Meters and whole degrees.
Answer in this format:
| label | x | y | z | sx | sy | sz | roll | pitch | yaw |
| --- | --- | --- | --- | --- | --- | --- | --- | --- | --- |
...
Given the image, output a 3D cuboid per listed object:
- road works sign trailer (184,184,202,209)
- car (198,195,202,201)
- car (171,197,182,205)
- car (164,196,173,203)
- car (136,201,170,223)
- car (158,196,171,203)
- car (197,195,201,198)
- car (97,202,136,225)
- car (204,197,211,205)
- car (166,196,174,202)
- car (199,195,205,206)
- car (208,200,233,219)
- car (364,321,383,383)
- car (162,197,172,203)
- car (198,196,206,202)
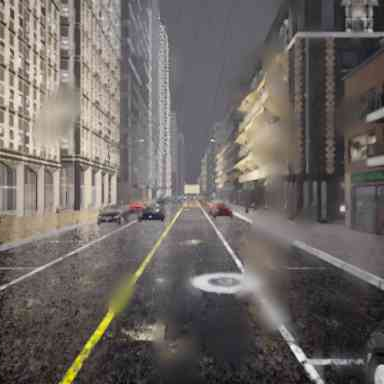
| label | x | y | z | sx | sy | sz | roll | pitch | yaw |
| --- | --- | --- | --- | --- | --- | --- | --- | --- | --- |
| road works sign trailer | -0.006 | 0.642 | 48.430 | 2.380 | 3.560 | 2.880 | 0 | 0 | 0 |
| car | 2.683 | 1.806 | 64.012 | 1.947 | 1.339 | 4.313 | 0 | 0 | 0 |
| car | -3.010 | 1.773 | 67.897 | 2.128 | 1.511 | 4.902 | 0 | 0 | 0 |
| car | -5.700 | 1.754 | 80.958 | 1.967 | 1.590 | 4.097 | 0 | 0 | 0 |
| car | -3.100 | 1.658 | 26.686 | 1.994 | 1.385 | 4.181 | 0 | 0 | 0 |
| car | -5.698 | 1.806 | 64.011 | 1.947 | 1.339 | 4.313 | 0 | 0 | 0 |
| car | 2.682 | 1.839 | 75.309 | 2.008 | 1.369 | 4.403 | 0 | 0 | 0 |
| car | -5.692 | 1.637 | 24.471 | 2.008 | 1.369 | 4.403 | 0 | 0 | 0 |
| car | 2.686 | 1.568 | 35.770 | 1.967 | 1.590 | 4.097 | 0 | 0 | 0 |
| car | -5.700 | 1.864 | 86.435 | 1.752 | 1.417 | 4.829 | 0 | 0 | 0 |
| car | 2.684 | 1.743 | 58.533 | 1.752 | 1.417 | 4.829 | 0 | 0 | 0 |
| car | 2.687 | 1.689 | 30.121 | 1.802 | 1.307 | 4.206 | 0 | 0 | 0 |
| car | 2.691 | 1.558 | 1.878 | 2.008 | 1.369 | 4.403 | 0 | 0 | 0 |
| car | -5.699 | 1.839 | 75.307 | 2.008 | 1.369 | 4.403 | 0 | 0 | 0 |
| car | 2.680 | 1.779 | 86.606 | 1.967 | 1.590 | 4.097 | 0 | 0 | 0 |
